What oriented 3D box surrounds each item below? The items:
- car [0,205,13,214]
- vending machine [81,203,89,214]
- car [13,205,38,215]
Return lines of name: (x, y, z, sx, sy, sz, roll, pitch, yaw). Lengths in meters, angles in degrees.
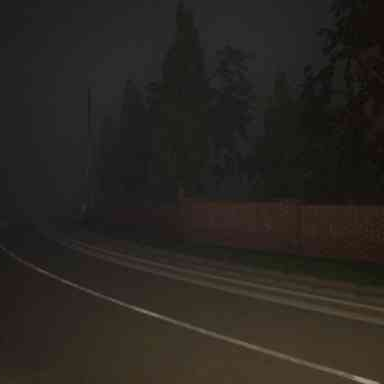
car: (-28.897, 2.733, 52.802, 1.882, 1.535, 5.008, -1, -3, -8)
vending machine: (-20.336, 3.110, 63.225, 1.100, 2.100, 0.880, 1, -3, -3)
car: (-24.754, 2.645, 50.123, 1.812, 1.442, 4.674, 0, -3, -10)
